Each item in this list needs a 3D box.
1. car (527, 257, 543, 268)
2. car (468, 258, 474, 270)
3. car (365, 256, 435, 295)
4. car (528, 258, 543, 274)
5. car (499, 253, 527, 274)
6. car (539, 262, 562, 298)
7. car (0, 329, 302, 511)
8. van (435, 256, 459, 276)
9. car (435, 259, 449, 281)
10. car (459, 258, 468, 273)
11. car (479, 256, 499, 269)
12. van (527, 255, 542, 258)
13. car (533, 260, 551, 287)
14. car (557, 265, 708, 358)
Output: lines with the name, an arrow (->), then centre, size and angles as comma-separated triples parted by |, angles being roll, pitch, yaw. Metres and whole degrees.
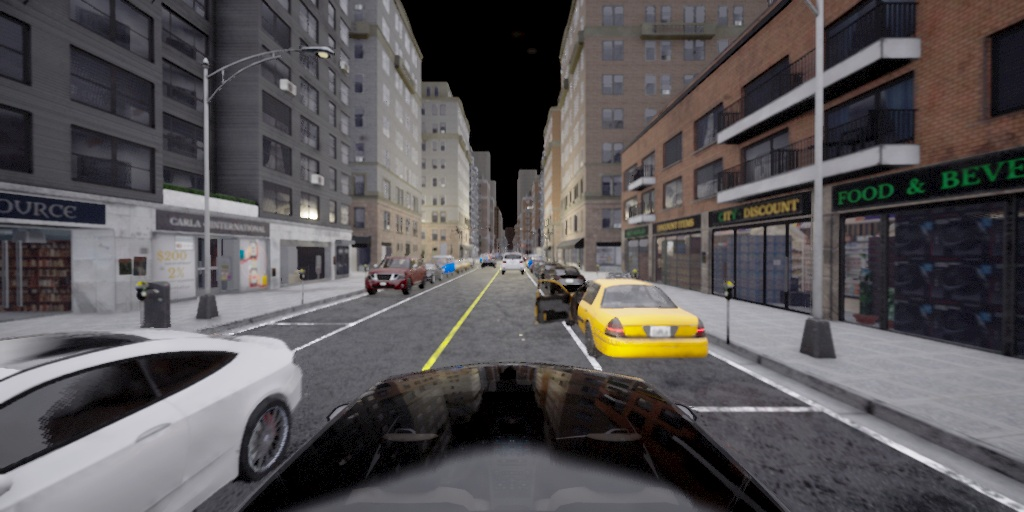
car -> 2.696, 1.039, 35.779 | 1.802, 1.307, 4.207 | 0, 0, 0
car -> -5.825, 0.932, 41.270 | 1.751, 1.417, 4.829 | 0, 0, 0
car -> -5.842, 0.921, 18.767 | 2.192, 1.841, 5.009 | 0, 0, 0
car -> 2.692, 1.059, 30.109 | 2.007, 1.370, 4.403 | 0, 0, 0
car -> 0.096, 0.684, 35.493 | 2.150, 2.045, 5.566 | 0, 1, 0
car -> 2.683, 1.170, 18.772 | 1.948, 1.339, 4.313 | 0, 0, 0
car -> -3.087, 1.274, 1.951 | 1.812, 1.442, 4.674 | 0, 0, 0
van -> -5.834, 0.851, 30.102 | 1.690, 1.789, 3.998 | 0, 0, 0
car -> -5.838, 1.109, 24.434 | 2.007, 1.370, 4.403 | 0, 0, 0
car -> -5.829, 0.985, 35.601 | 1.751, 1.417, 4.829 | 0, 0, 0
car -> -2.972, 0.956, 46.706 | 1.895, 1.301, 4.718 | 0, 1, 0
van -> 2.701, 0.745, 41.450 | 1.690, 1.789, 3.998 | 0, 0, 0
car -> 2.687, 1.122, 24.441 | 1.948, 1.339, 4.313 | 0, 0, 0
car -> 2.357, 1.150, 8.258 | 1.801, 1.575, 5.366 | 0, 0, 0
